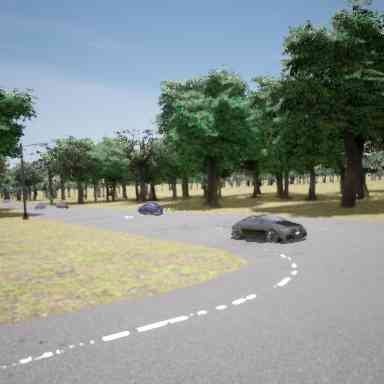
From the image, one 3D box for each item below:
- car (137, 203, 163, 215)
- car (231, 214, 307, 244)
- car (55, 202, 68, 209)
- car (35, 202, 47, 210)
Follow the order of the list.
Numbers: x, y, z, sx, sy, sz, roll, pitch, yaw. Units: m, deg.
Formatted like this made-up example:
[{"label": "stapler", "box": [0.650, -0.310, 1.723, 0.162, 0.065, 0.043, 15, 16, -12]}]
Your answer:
[{"label": "car", "box": [-5.448, 2.169, 43.186, 1.812, 1.442, 4.674, -4, 1, -36]}, {"label": "car", "box": [4.052, 1.914, 18.083, 1.994, 1.385, 4.181, -4, 0, -36]}, {"label": "car", "box": [-30.747, 3.158, 78.265, 1.994, 1.385, 4.181, -4, 1, -36]}, {"label": "car", "box": [-35.582, 3.230, 78.250, 2.097, 1.767, 4.553, -4, 1, -31]}]
